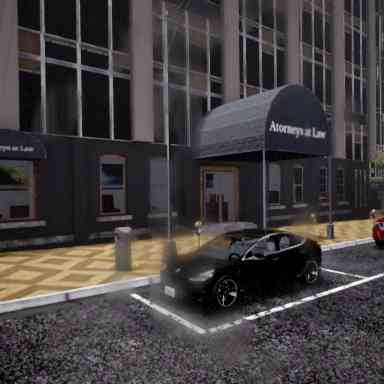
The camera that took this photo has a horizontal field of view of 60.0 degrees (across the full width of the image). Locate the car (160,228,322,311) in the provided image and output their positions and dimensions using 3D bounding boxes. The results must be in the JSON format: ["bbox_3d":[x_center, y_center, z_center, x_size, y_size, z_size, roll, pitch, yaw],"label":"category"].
[{"bbox_3d":[1.309,1.564,7.792,4.313,1.339,1.947,0,-1,-37],"label":"car"}]

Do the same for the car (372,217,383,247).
[{"bbox_3d":[9.590,1.310,13.988,5.009,1.841,2.192,0,-1,-37],"label":"car"}]
